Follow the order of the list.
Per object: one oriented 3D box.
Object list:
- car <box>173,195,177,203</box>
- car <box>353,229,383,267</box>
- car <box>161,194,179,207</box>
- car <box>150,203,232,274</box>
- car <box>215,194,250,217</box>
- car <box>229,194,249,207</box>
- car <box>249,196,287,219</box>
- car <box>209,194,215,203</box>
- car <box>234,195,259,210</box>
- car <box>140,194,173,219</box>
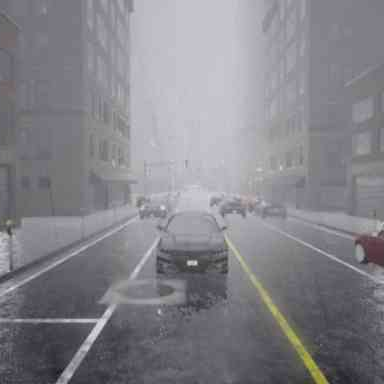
[{"bbox_3d":[-2.731,1.151,30.397,1.947,1.339,4.313,-1,1,0],"label":"car"},{"bbox_3d":[5.762,1.431,8.366,1.887,1.381,4.507,-1,1,0],"label":"car"},{"bbox_3d":[-2.716,0.983,41.407,1.887,1.381,4.507,-1,1,0],"label":"car"},{"bbox_3d":[0.013,1.335,10.256,1.882,1.535,5.008,0,1,0],"label":"car"},{"bbox_3d":[3.090,1.147,26.327,1.837,1.490,4.892,0,1,0],"label":"car"},{"bbox_3d":[5.809,0.988,41.394,1.887,1.381,4.507,-1,1,0],"label":"car"},{"bbox_3d":[5.786,1.229,24.881,1.947,1.339,4.313,-1,1,0],"label":"car"},{"bbox_3d":[3.091,0.946,39.390,1.882,1.535,5.008,0,0,1],"label":"car"},{"bbox_3d":[5.801,1.061,35.889,1.887,1.381,4.507,-1,1,0],"label":"car"},{"bbox_3d":[-2.741,1.098,24.891,1.967,1.590,4.097,-1,1,0],"label":"car"}]
